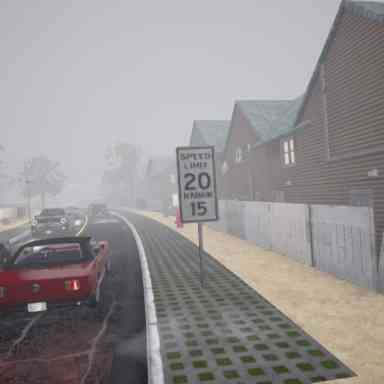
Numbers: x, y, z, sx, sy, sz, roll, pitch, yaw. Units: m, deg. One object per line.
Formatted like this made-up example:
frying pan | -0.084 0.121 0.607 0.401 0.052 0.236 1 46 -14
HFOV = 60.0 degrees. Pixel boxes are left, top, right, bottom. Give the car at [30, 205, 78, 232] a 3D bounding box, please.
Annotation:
car | -8.892 1.788 21.429 2.097 1.767 4.553 -3 0 -14

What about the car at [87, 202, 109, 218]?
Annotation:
car | -10.363 2.006 37.107 1.837 1.490 4.892 -3 0 -18

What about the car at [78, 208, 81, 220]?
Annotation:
car | -12.461 2.164 34.324 2.033 1.411 5.357 -3 0 -17

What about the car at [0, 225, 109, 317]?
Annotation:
car | -3.040 1.707 7.891 1.895 1.301 4.718 -3 0 -10

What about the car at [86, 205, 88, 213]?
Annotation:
car | -13.905 2.200 46.908 1.812 1.442 4.674 -3 0 -23

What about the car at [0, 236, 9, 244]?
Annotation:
car | -6.091 1.771 8.196 2.128 1.511 4.902 -3 0 -10
